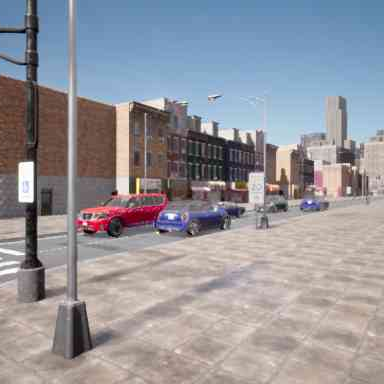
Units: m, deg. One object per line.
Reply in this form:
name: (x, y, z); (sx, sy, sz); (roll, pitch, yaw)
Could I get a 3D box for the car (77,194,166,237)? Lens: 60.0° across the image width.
car: (-3.394, 1.118, 17.779); (2.150, 2.045, 5.566); (0, 0, 35)

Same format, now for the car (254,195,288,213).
car: (8.087, 1.140, 33.885); (2.097, 1.767, 4.553); (0, 0, 36)

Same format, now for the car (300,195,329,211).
car: (13.535, 1.126, 36.473); (2.097, 1.767, 4.553); (0, 0, 35)

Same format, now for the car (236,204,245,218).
car: (2.284, 1.436, 25.766); (1.895, 1.301, 4.718); (0, 0, 35)

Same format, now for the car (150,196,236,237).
car: (0.224, 1.241, 17.781); (2.097, 1.767, 4.553); (0, 0, 35)
